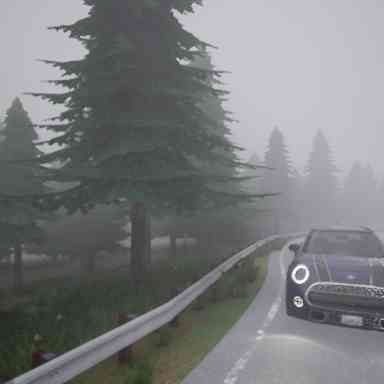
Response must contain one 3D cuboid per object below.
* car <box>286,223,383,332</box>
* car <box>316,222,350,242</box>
[{"bbox_3d":[3.315,1.547,7.382,2.097,1.767,4.553,0,-3,20],"label":"car"},{"bbox_3d":[12.066,3.324,28.303,1.994,1.385,4.181,0,-4,32],"label":"car"}]
